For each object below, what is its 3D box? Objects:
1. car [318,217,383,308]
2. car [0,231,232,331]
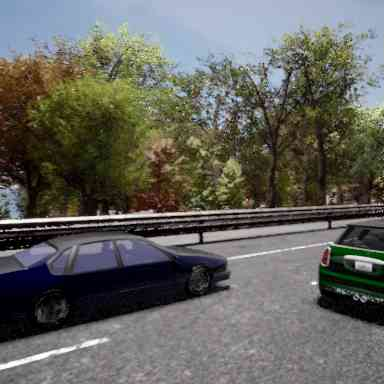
[{"bbox_3d":[4.805,1.357,7.217,4.553,1.767,2.097,0,0,-36],"label":"car"},{"bbox_3d":[-1.696,1.550,6.854,5.357,1.411,2.033,0,0,-36],"label":"car"}]
